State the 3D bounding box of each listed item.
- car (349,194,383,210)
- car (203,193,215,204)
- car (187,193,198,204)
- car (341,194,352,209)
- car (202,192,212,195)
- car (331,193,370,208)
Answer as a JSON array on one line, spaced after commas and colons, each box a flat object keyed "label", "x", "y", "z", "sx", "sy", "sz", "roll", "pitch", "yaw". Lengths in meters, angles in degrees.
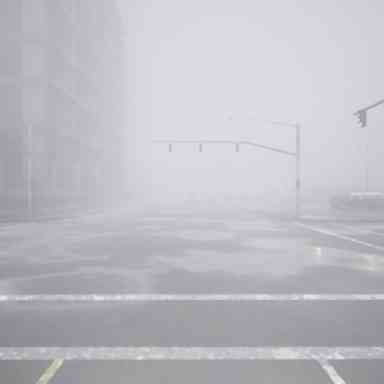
[{"label": "car", "x": 25.195, "y": 1.415, "z": 47.477, "sx": 3.806, "sy": 1.475, "sz": 1.970, "roll": 0, "pitch": 0, "yaw": 1}, {"label": "car", "x": 3.484, "y": 1.476, "z": 64.643, "sx": 1.812, "sy": 1.442, "sz": 4.674, "roll": 0, "pitch": 0, "yaw": 0}, {"label": "car", "x": -0.018, "y": 1.498, "z": 64.243, "sx": 2.033, "sy": 1.411, "sz": 5.357, "roll": 0, "pitch": 0, "yaw": 0}, {"label": "car", "x": 25.230, "y": 1.381, "z": 50.372, "sx": 3.905, "sy": 1.438, "sz": 1.784, "roll": 0, "pitch": 0, "yaw": 1}, {"label": "car", "x": 3.532, "y": 1.030, "z": 74.677, "sx": 2.150, "sy": 2.045, "sz": 5.566, "roll": 0, "pitch": 0, "yaw": 0}, {"label": "car", "x": 25.211, "y": 1.169, "z": 53.056, "sx": 4.605, "sy": 1.855, "sz": 1.932, "roll": 0, "pitch": 0, "yaw": 1}]
